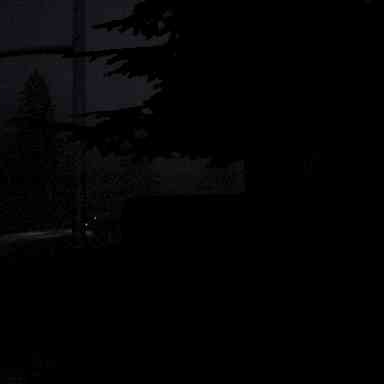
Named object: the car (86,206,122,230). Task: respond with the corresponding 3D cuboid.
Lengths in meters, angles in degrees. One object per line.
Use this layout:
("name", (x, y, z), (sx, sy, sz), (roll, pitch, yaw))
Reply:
("car", (-4.935, 1.580, 21.338), (1.895, 1.301, 4.718), (0, 0, 36))
